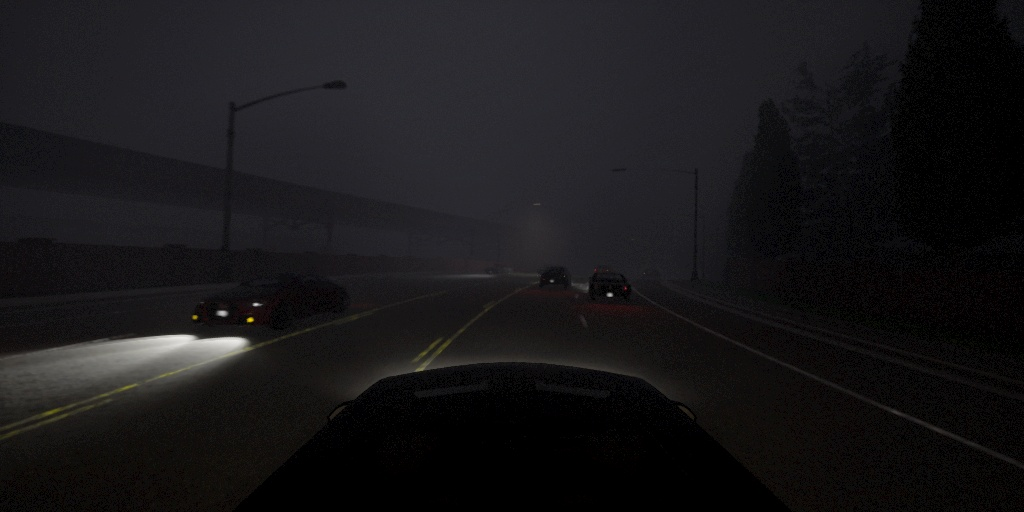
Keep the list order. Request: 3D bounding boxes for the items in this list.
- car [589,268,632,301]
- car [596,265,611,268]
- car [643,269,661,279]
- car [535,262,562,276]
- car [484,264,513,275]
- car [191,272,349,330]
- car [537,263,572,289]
[{"bbox_3d":[4.942,1.491,18.551,1.895,1.301,4.718,1,0,12],"label":"car"},{"bbox_3d":[12.709,2.042,48.941,2.097,1.767,4.553,1,-3,29],"label":"car"},{"bbox_3d":[23.238,2.909,59.466,2.097,1.767,4.553,1,-3,34],"label":"car"},{"bbox_3d":[5.165,1.812,49.966,2.097,1.767,4.553,1,-2,28],"label":"car"},{"bbox_3d":[-1.620,1.651,43.905,1.895,1.301,4.718,1,-2,24],"label":"car"},{"bbox_3d":[-6.563,1.157,10.336,1.994,1.385,4.181,1,0,6],"label":"car"},{"bbox_3d":[3.011,1.381,24.361,1.812,1.442,4.674,1,0,14],"label":"car"}]
